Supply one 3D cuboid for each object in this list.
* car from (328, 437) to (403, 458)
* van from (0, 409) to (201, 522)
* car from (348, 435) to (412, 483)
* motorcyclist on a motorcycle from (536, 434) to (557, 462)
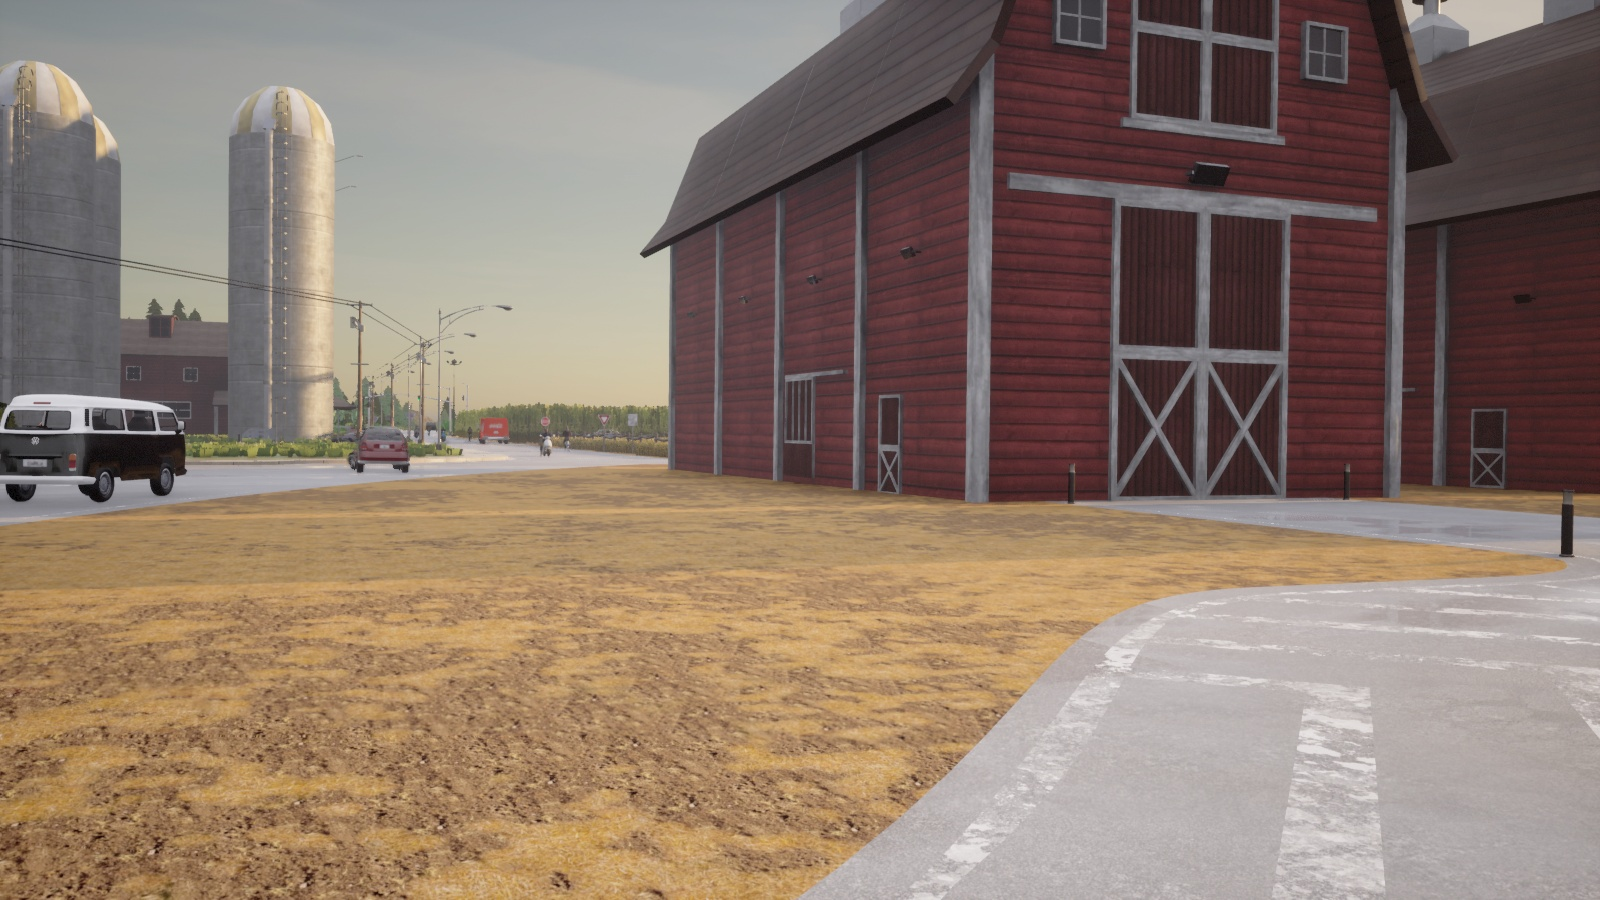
[{"bbox_3d":[-31.461,-0.201,90.889,4.792,1.488,2.163,-1,1,-29],"label":"car"},{"bbox_3d":[-14.063,0.253,25.134,2.069,2.038,4.480,-1,1,-2],"label":"van"},{"bbox_3d":[-14.531,0.279,43.370,1.789,1.549,3.705,0,0,-24],"label":"car"},{"bbox_3d":[-14.397,-0.113,71.283,0.866,1.590,1.817,-1,1,-21],"label":"motorcyclist on a motorcycle"}]
